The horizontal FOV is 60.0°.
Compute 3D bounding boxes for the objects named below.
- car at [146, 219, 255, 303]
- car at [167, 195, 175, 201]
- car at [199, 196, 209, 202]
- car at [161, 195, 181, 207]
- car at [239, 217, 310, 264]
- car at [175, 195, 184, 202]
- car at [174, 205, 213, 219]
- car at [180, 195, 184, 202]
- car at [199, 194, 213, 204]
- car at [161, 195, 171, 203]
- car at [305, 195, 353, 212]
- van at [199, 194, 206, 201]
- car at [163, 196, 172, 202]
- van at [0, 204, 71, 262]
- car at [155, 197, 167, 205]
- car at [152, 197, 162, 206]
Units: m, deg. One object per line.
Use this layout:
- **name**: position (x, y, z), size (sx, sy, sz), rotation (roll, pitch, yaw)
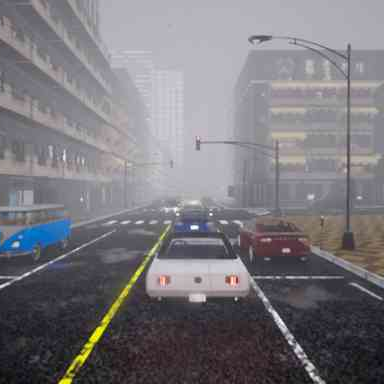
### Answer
- **car**: position (0.110, 1.596, 8.135), size (1.895, 1.301, 4.718), rotation (0, 0, 0)
- **car**: position (-5.590, 1.525, 88.209), size (1.752, 1.417, 4.829), rotation (-1, 0, 0)
- **car**: position (2.778, 1.544, 77.307), size (2.008, 1.369, 4.403), rotation (-1, 0, 0)
- **car**: position (-3.033, 1.548, 49.543), size (1.994, 1.385, 4.181), rotation (0, 0, 0)
- **car**: position (2.696, 1.538, 11.725), size (1.887, 1.381, 4.507), rotation (0, 0, 0)
- **car**: position (-2.908, 1.493, 76.698), size (1.837, 1.490, 4.892), rotation (0, 0, 0)
- **car**: position (0.118, 1.555, 16.872), size (1.994, 1.385, 4.181), rotation (0, 0, 0)
- **car**: position (-2.991, 1.535, 61.450), size (2.033, 1.411, 5.357), rotation (0, 0, 0)
- **car**: position (2.756, 1.427, 60.724), size (1.967, 1.590, 4.097), rotation (-1, 0, 0)
- **car**: position (-5.611, 1.431, 71.795), size (1.967, 1.590, 4.097), rotation (-1, 0, 0)
- **car**: position (14.200, 1.078, 34.677), size (4.553, 1.767, 2.097), rotation (-1, 1, 1)
- **van**: position (2.789, 1.341, 88.363), size (1.690, 1.788, 3.998), rotation (-1, 0, 0)
- **car**: position (-5.603, 1.576, 77.323), size (1.802, 1.307, 4.206), rotation (-1, 0, 0)
- **van**: position (-5.686, 1.334, 11.736), size (1.690, 1.788, 3.998), rotation (0, 0, 0)
- **car**: position (-5.623, 1.553, 60.739), size (1.947, 1.339, 4.313), rotation (0, 0, 0)
- **car**: position (-5.630, 1.536, 55.212), size (2.008, 1.369, 4.403), rotation (0, 0, 0)
